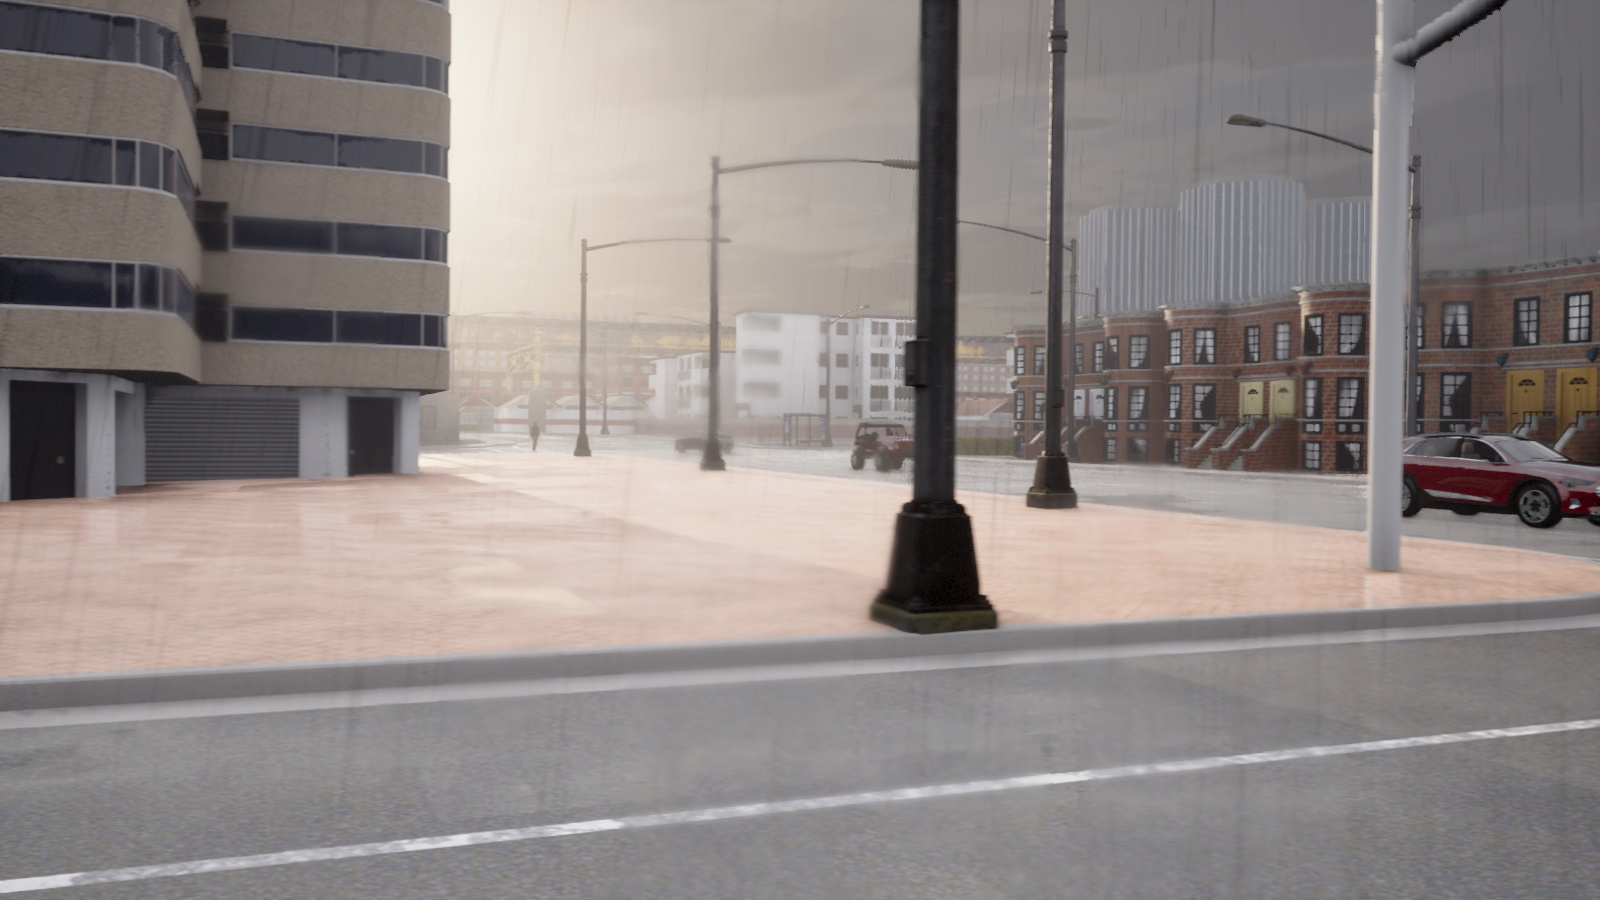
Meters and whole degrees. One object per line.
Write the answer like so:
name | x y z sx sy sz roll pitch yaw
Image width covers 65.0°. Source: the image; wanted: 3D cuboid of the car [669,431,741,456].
car | -5.955 -0.427 78.176 2.128 1.511 4.902 -1 1 -37

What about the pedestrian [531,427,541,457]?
pedestrian | -15.945 -0.479 75.853 0.431 1.840 0.703 -1 1 -26

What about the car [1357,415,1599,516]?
car | 12.977 0.210 23.240 2.033 1.649 4.856 -1 1 -21

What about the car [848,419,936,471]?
car | 3.467 -0.225 48.028 1.905 1.878 3.866 -1 1 -21
